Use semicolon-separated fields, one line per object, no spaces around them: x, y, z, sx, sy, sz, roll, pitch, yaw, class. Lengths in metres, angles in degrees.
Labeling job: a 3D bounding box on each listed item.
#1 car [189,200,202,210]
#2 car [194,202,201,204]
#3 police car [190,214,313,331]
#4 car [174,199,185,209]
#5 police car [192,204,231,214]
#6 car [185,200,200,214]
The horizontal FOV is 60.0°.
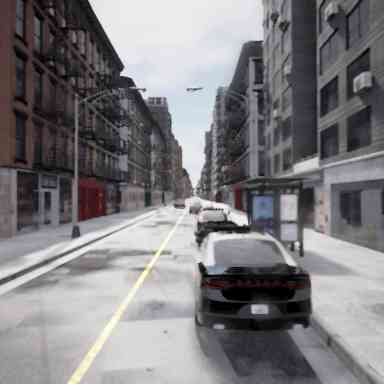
0.674;2.204;57.446;2.128;1.511;4.902;0;-1;1;car
1.186;1.746;23.437;1.801;1.575;5.366;0;-1;1;car
1.002;1.514;7.359;1.930;1.638;5.238;0;-1;1;police car
-2.276;2.127;61.793;2.097;1.767;4.553;0;-1;1;car
1.116;1.639;17.358;1.930;1.638;5.238;0;-1;1;police car
0.537;2.098;44.042;2.033;1.411;5.357;0;-1;1;car
